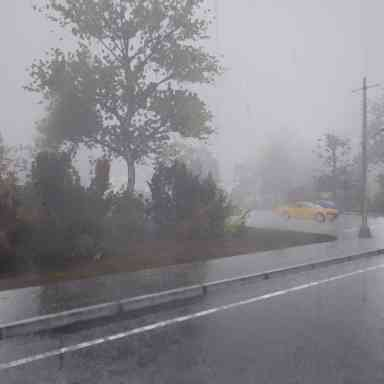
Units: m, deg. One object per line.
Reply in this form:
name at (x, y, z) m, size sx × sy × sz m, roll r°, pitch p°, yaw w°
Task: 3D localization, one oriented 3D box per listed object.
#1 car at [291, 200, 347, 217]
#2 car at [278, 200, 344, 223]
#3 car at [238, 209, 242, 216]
car at (12.806, 1.604, 33.867) m, size 1.882 × 1.535 × 5.008 m, roll 0°, pitch -1°, yaw -38°
car at (9.308, 1.566, 26.838) m, size 1.882 × 1.535 × 5.008 m, roll 0°, pitch -1°, yaw -39°
car at (2.976, 1.584, 34.329) m, size 2.097 × 1.767 × 4.553 m, roll 0°, pitch -1°, yaw -43°
